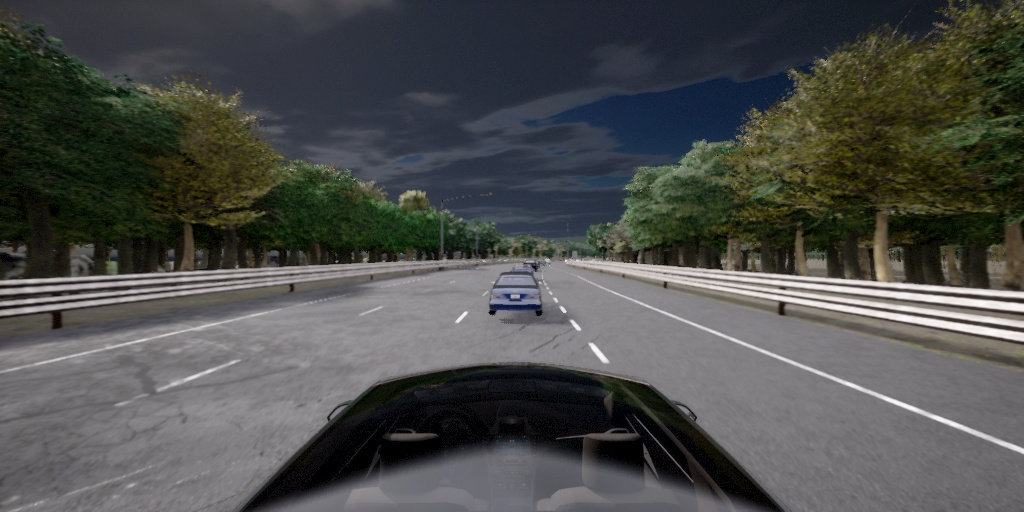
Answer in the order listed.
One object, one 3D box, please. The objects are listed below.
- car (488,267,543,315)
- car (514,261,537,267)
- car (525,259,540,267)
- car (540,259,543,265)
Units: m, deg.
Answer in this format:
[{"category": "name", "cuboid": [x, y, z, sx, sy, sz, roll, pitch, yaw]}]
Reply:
[{"category": "car", "cuboid": [0.168, 1.300, 13.614, 2.033, 1.411, 5.357, 0, 0, 2]}, {"category": "car", "cuboid": [0.926, 1.360, 30.616, 1.895, 1.301, 4.718, 0, 0, 4]}, {"category": "car", "cuboid": [2.571, 1.254, 50.090, 1.882, 1.535, 5.008, 0, 0, 6]}, {"category": "car", "cuboid": [3.658, 1.328, 59.542, 1.812, 1.442, 4.674, 0, 0, 7]}]
